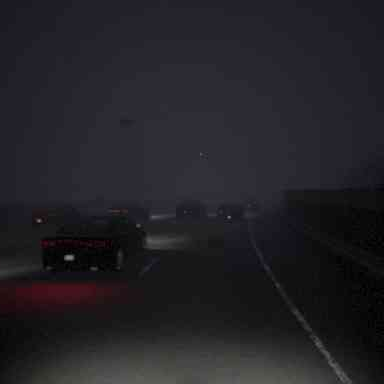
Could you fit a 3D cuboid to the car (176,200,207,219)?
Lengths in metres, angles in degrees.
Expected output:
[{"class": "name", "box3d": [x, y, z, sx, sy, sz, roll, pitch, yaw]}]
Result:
[{"class": "car", "box3d": [0.028, 1.436, 28.580, 1.882, 1.535, 5.008, 0, 0, 13]}]

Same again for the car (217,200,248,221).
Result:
[{"class": "car", "box3d": [3.247, 1.568, 27.028, 1.895, 1.301, 4.718, 0, 0, 12]}]

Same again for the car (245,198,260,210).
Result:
[{"class": "car", "box3d": [7.515, 1.480, 42.408, 1.812, 1.442, 4.674, 0, 0, 17]}]

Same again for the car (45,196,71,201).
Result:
[{"class": "car", "box3d": [-21.876, 1.364, 54.546, 2.128, 1.511, 4.902, 0, 0, 18]}]

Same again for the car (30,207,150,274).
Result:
[{"class": "car", "box3d": [-2.798, 1.456, 10.623, 1.882, 1.535, 5.008, 0, 0, 5]}]

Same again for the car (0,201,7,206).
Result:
[{"class": "car", "box3d": [-20.638, 1.433, 33.192, 1.812, 1.442, 4.674, 0, 0, 13]}]

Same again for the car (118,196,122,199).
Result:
[{"class": "car", "box3d": [-15.140, 1.478, 64.047, 2.033, 1.411, 5.357, 0, 0, 18]}]

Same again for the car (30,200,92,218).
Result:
[{"class": "car", "box3d": [-8.474, 1.476, 21.499, 1.812, 1.442, 4.674, 0, 0, 9]}]

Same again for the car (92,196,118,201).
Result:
[{"class": "car", "box3d": [-13.130, 1.451, 47.275, 2.033, 1.411, 5.357, 0, 0, 18]}]

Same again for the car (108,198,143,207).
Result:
[{"class": "car", "box3d": [-4.502, 1.447, 23.912, 2.128, 1.511, 4.902, 0, 0, 10]}]
